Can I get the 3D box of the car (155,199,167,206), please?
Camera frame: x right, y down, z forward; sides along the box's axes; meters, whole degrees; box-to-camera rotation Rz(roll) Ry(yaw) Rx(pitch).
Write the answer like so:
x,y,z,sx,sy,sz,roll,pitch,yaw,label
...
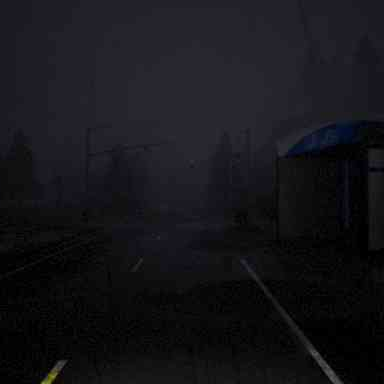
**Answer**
x,y,z,sx,sy,sz,roll,pitch,yaw,label
-6.781,2.340,72.649,2.033,1.411,5.357,0,-1,-15,car
